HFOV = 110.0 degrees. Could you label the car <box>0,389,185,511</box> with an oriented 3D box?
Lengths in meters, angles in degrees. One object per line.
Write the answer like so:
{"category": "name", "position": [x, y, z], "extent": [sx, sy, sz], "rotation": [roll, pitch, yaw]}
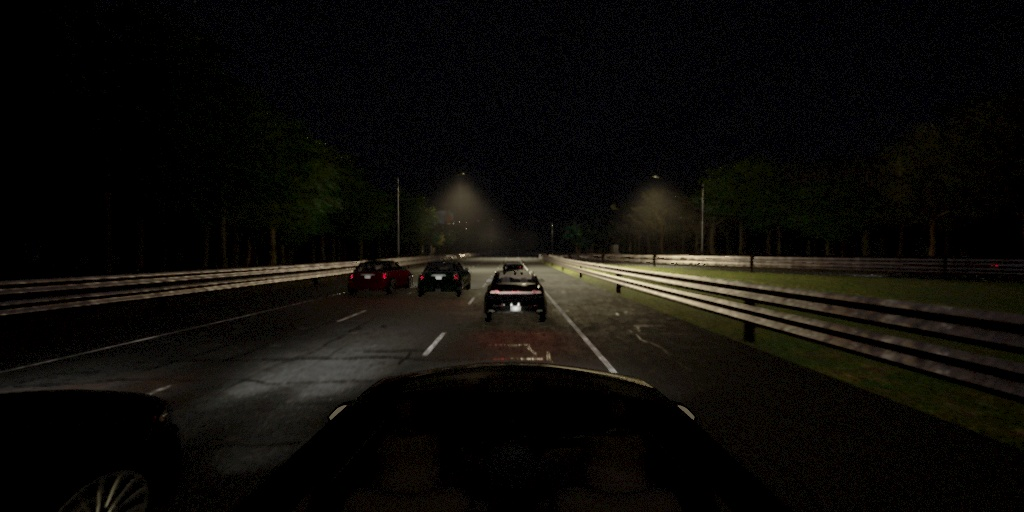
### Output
{"category": "car", "position": [-3.400, 1.241, 0.691], "extent": [2.128, 1.511, 4.902], "rotation": [0, 0, 0]}

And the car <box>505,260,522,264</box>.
{"category": "car", "position": [0.110, 1.038, 34.995], "extent": [1.895, 1.301, 4.718], "rotation": [0, 1, 0]}

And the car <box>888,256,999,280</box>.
{"category": "car", "position": [28.840, 0.742, 24.156], "extent": [2.163, 1.488, 4.792], "rotation": [0, 0, -36]}

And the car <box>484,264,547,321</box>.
{"category": "car", "position": [0.104, 1.208, 12.251], "extent": [2.128, 1.511, 4.902], "rotation": [0, 0, 0]}

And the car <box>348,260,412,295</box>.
{"category": "car", "position": [-6.894, 1.013, 19.231], "extent": [2.097, 1.767, 4.553], "rotation": [0, 1, 0]}

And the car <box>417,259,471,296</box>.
{"category": "car", "position": [-3.395, 1.018, 18.729], "extent": [2.097, 1.767, 4.553], "rotation": [0, 1, 0]}
